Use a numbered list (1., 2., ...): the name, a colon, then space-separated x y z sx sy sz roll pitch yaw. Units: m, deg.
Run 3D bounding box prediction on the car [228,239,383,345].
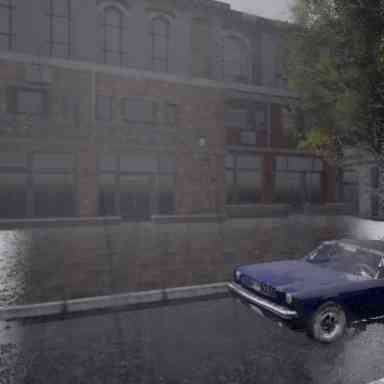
1. car: 3.109 1.631 6.322 4.718 1.301 1.895 0 0 -23
